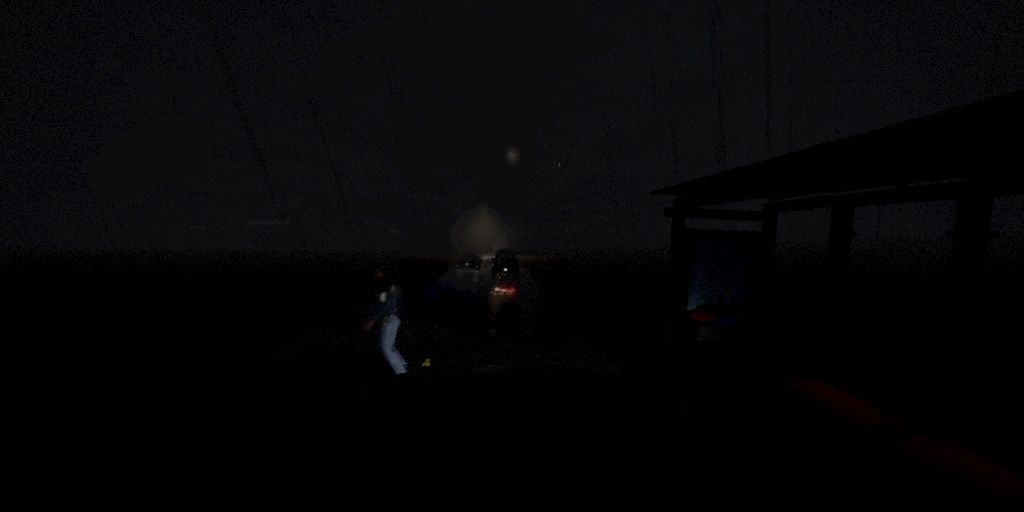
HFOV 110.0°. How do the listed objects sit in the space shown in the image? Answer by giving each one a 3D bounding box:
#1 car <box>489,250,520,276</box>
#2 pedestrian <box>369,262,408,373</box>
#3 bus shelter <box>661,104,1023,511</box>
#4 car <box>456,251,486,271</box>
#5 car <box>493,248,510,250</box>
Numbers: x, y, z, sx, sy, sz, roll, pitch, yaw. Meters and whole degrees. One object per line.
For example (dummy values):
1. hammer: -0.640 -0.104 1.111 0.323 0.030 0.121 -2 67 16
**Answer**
1. car: -0.469 0.545 25.753 1.837 1.490 4.892 0 2 -1
2. pedestrian: -1.857 0.944 5.357 0.375 1.860 0.375 -3 4 -11
3. bus shelter: 3.077 0.560 3.909 1.920 2.740 3.880 0 0 -1
4. car: -3.492 0.470 30.064 1.994 1.385 4.181 0 2 -1
5. car: -0.852 -0.152 42.508 2.097 1.767 4.553 0 2 -1
